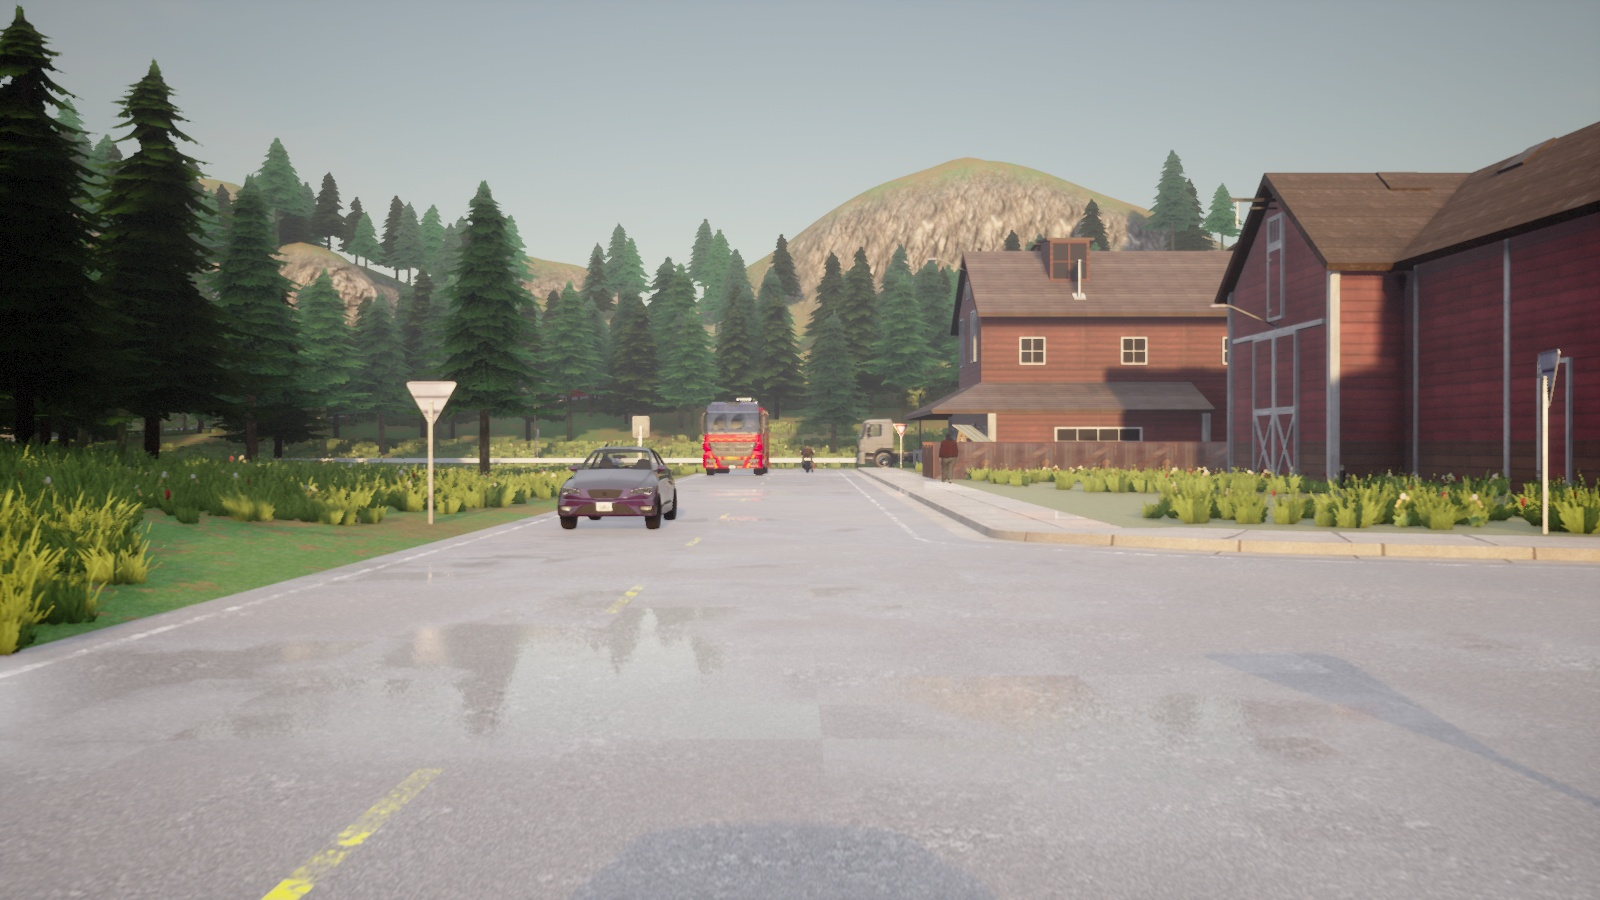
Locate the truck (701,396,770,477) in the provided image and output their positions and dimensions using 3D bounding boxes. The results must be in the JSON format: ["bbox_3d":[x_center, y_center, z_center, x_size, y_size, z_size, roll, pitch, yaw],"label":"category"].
[{"bbox_3d":[-3.142,-0.669,63.404,2.891,3.827,8.468,0,0,1],"label":"truck"}]

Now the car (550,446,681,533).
[{"bbox_3d":[-3.350,0.665,23.574,1.816,1.474,4.193,0,0,0],"label":"car"}]

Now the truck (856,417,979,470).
[{"bbox_3d":[7.801,-0.420,83.967,7.936,3.462,2.891,0,0,0],"label":"truck"}]

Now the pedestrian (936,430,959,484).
[{"bbox_3d":[5.082,0.236,43.355,0.634,1.844,0.899,0,0,-4],"label":"pedestrian"}]
